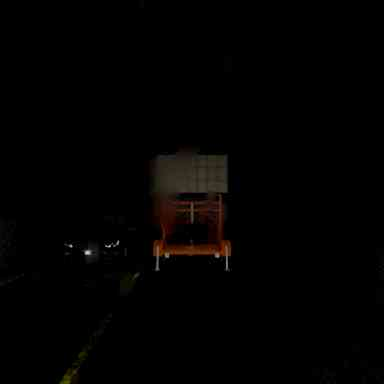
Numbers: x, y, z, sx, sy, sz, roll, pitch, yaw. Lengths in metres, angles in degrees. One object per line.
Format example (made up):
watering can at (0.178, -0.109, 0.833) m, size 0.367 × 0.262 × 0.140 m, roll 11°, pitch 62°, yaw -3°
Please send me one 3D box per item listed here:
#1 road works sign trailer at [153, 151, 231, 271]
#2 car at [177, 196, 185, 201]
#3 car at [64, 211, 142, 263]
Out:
road works sign trailer at (0.007, 0.466, 10.942) m, size 2.380 × 3.560 × 2.880 m, roll 0°, pitch 0°, yaw 0°
car at (-2.927, 1.720, 90.947) m, size 1.812 × 1.442 × 4.674 m, roll 0°, pitch 0°, yaw 0°
car at (-2.993, 1.507, 12.000) m, size 1.837 × 1.490 × 4.892 m, roll 0°, pitch 0°, yaw 0°
